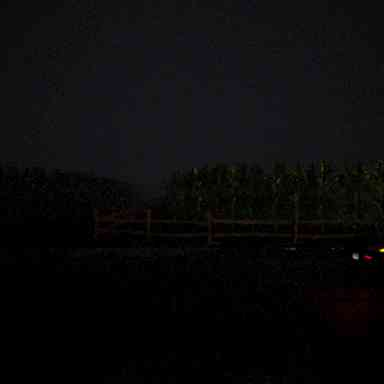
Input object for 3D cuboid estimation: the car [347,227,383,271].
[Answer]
[{"bbox_3d":[6.628,1.524,8.876,4.674,1.442,1.812,0,0,-1],"label":"car"}]
